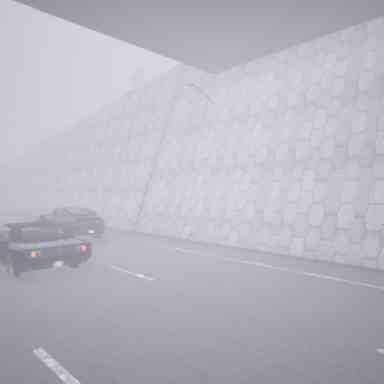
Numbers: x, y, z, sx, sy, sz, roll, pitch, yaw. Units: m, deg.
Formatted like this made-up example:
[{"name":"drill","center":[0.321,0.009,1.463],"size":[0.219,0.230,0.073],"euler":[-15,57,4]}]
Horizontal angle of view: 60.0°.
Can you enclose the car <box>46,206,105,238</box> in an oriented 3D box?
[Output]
[{"name":"car","center":[-6.126,1.482,16.406],"size":[1.837,1.490,4.892],"euler":[0,0,-44]}]

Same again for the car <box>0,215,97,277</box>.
[{"name":"car","center":[-5.040,1.582,10.283],"size":[1.895,1.301,4.718],"euler":[0,0,-44]}]
